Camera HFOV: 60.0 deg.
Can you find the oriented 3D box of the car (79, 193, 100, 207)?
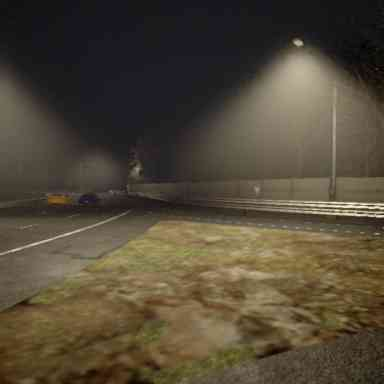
[{"bbox_3d":[-11.944,0.889,38.976,1.882,1.535,5.008,0,0,-8],"label":"car"}]

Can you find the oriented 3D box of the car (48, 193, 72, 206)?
[{"bbox_3d":[-15.525,0.853,39.329,1.882,1.535,5.008,0,1,-9],"label":"car"}]
